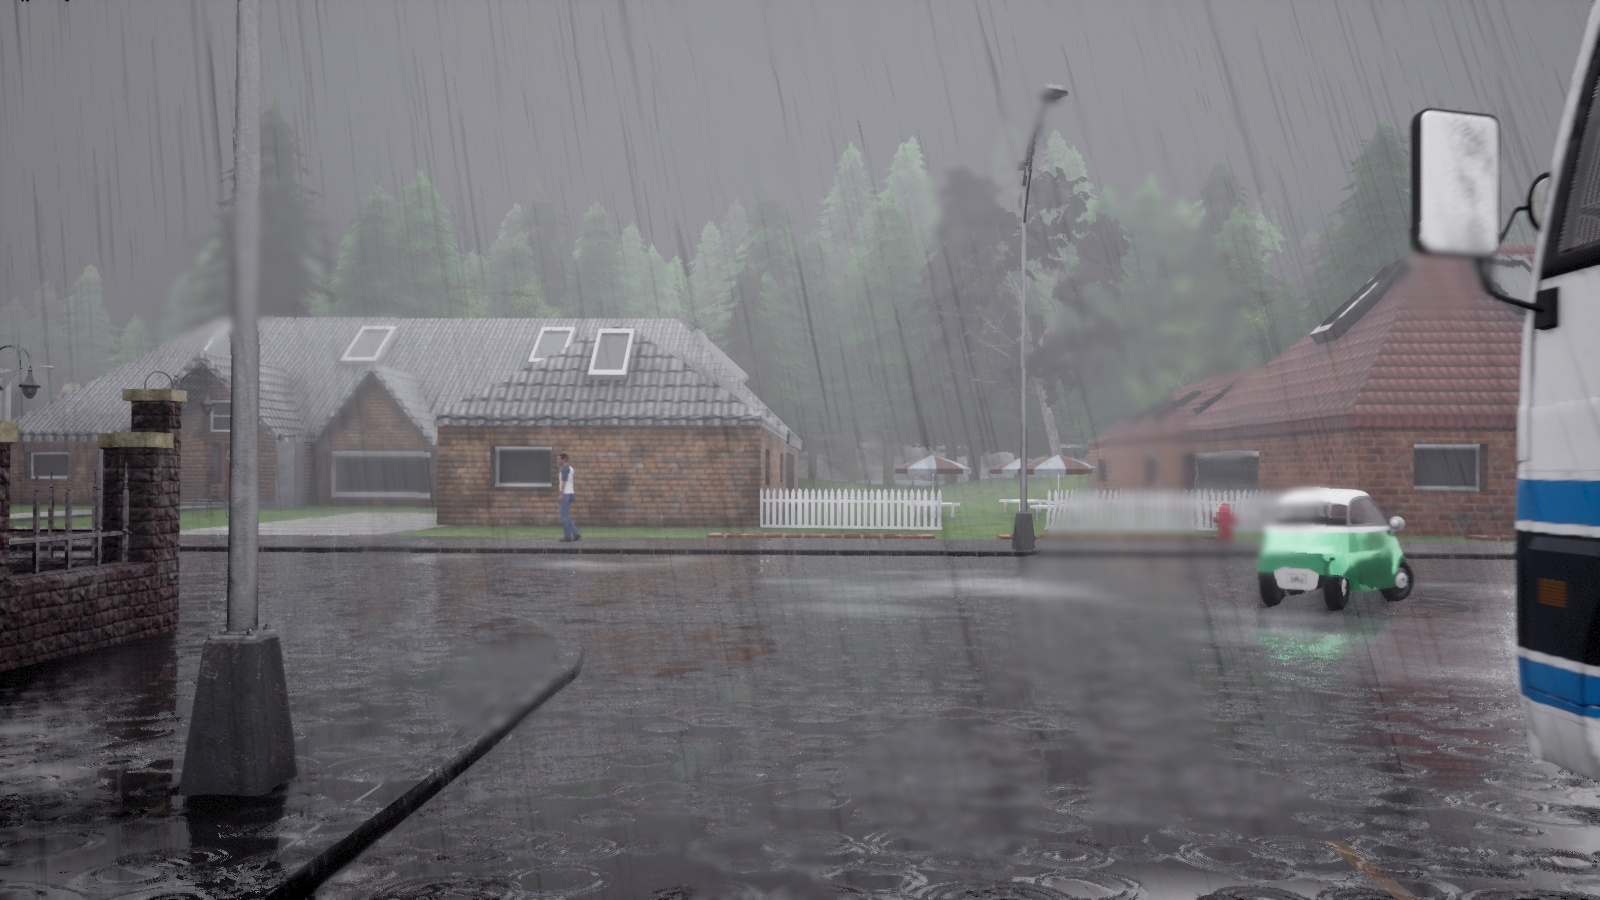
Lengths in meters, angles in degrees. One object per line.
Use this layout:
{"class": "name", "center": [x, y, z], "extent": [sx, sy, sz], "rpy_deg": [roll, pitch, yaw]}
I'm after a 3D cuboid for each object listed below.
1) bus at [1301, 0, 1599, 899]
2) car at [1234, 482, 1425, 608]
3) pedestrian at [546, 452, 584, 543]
{"class": "bus", "center": [4.118, -0.569, 0.536], "extent": [3.944, 4.253, 10.273], "rpy_deg": [0, -1, 2]}
{"class": "car", "center": [6.464, 1.099, 15.268], "extent": [1.481, 1.376, 2.207], "rpy_deg": [-3, -2, 41]}
{"class": "pedestrian", "center": [-4.769, 0.967, 25.501], "extent": [0.706, 1.836, 0.354], "rpy_deg": [0, -1, 1]}
